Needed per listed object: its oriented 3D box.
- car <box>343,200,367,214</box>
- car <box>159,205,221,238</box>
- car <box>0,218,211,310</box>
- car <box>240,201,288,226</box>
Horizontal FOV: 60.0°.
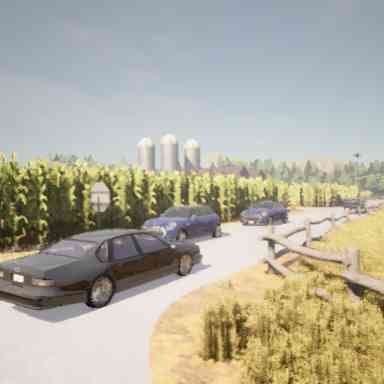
[{"bbox_3d":[17.661,1.561,35.946,2.128,1.511,4.902,-1,-1,35],"label":"car"},{"bbox_3d":[-0.452,1.471,16.263,2.097,1.767,4.553,-1,0,36],"label":"car"},{"bbox_3d":[-1.814,1.624,8.198,2.033,1.411,5.357,-1,0,33],"label":"car"},{"bbox_3d":[5.288,1.469,24.284,2.097,1.767,4.553,-1,-1,36],"label":"car"}]
